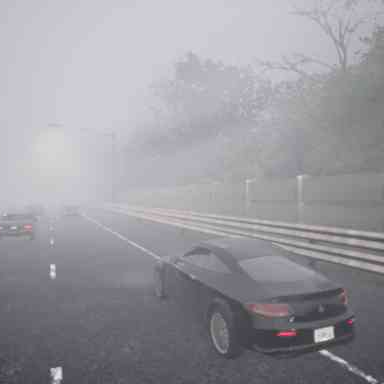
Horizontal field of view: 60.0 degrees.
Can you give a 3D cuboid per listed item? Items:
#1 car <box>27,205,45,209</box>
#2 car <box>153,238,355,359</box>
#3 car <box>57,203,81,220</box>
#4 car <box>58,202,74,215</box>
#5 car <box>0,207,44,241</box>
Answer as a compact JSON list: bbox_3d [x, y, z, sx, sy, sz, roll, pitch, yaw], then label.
[{"bbox_3d":[-16.854,2.044,35.495,2.033,1.411,5.357,0,-1,-23],"label":"car"},{"bbox_3d":[0.692,1.580,6.137,1.812,1.442,4.674,0,-1,-23],"label":"car"},{"bbox_3d":[-12.262,1.984,33.602,2.033,1.411,5.357,0,-1,-23],"label":"car"},{"bbox_3d":[-16.444,2.099,43.234,1.812,1.442,4.674,0,-1,-22],"label":"car"},{"bbox_3d":[-9.586,1.812,18.441,2.033,1.411,5.357,0,-1,-23],"label":"car"}]
